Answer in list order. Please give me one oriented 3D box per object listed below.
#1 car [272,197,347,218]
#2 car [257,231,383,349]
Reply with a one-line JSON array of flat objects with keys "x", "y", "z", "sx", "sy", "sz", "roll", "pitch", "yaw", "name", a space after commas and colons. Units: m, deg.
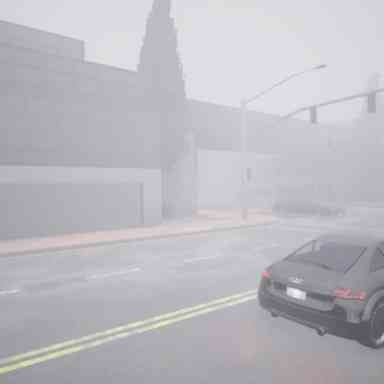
[{"x": 8.498, "y": 1.102, "z": 24.713, "sx": 2.033, "sy": 1.411, "sz": 5.357, "roll": -2, "pitch": 1, "yaw": -37, "name": "car"}, {"x": 3.174, "y": 1.428, "z": 6.096, "sx": 4.181, "sy": 1.385, "sz": 1.994, "roll": -2, "pitch": 1, "yaw": -36, "name": "car"}]
